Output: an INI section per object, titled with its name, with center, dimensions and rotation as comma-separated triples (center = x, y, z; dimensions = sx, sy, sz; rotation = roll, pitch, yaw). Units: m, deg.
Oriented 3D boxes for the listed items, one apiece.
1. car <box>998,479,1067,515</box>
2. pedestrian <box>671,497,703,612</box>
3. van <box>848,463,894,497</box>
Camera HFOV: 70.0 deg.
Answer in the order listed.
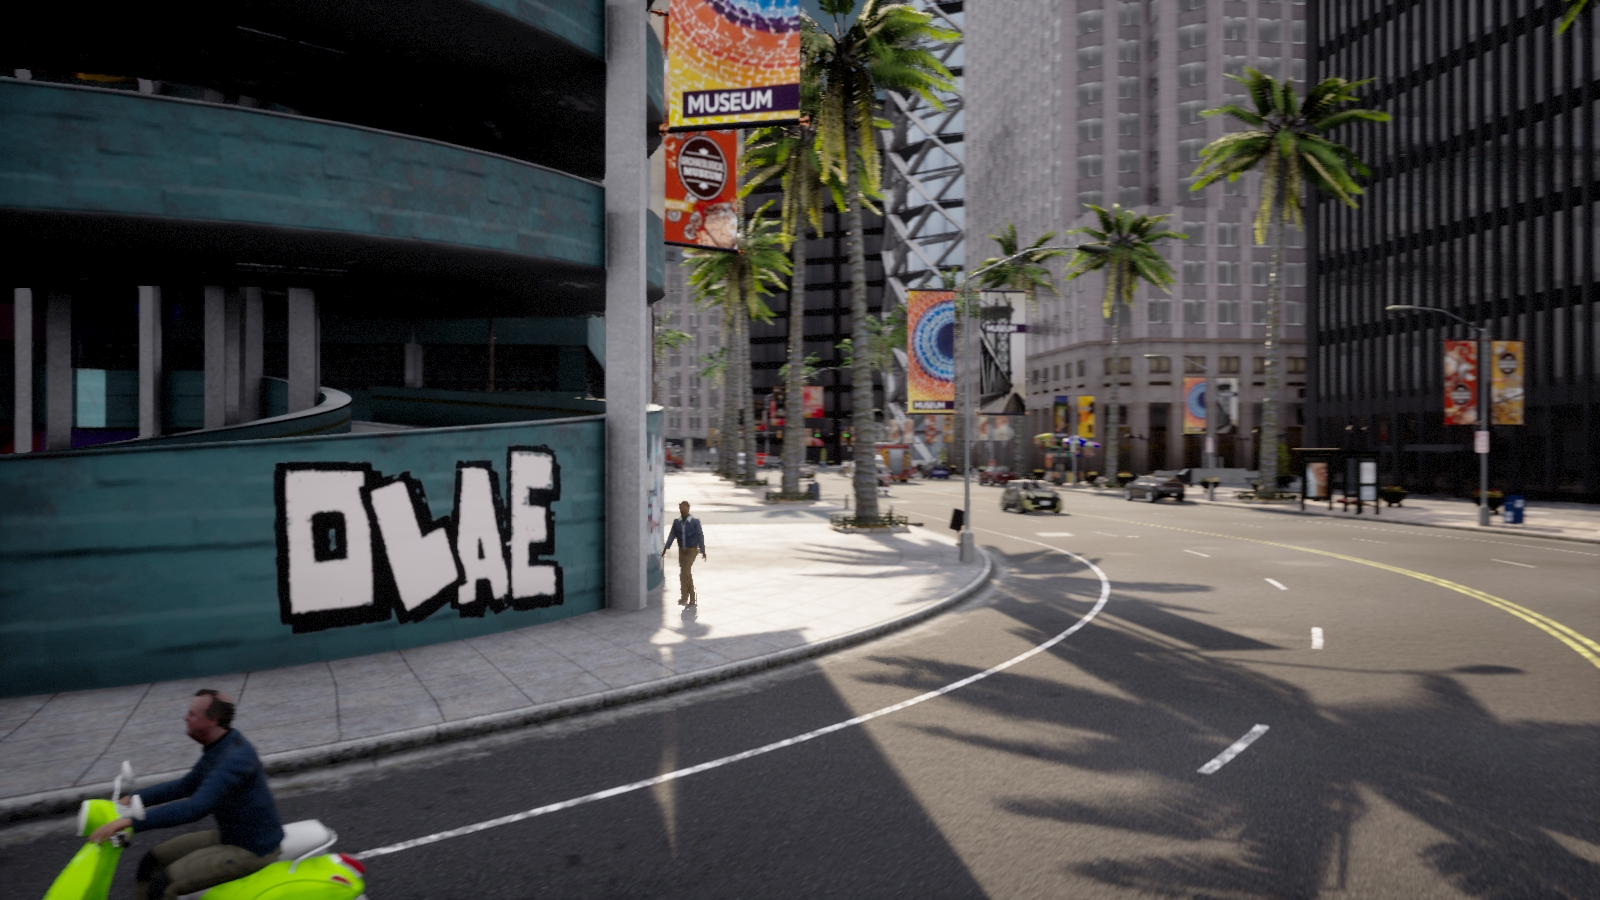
[car]
center = 10.463, 2.109, 51.665
dimensions = 1.970, 1.475, 3.806
rotation = 0, 0, -7
[pedestrian]
center = -1.874, 1.718, 18.969
dimensions = 0.375, 1.860, 0.375
rotation = 0, 0, 27
[van]
center = 4.441, 1.854, 72.007
dimensions = 2.069, 2.038, 4.480
rotation = 0, 0, -7
